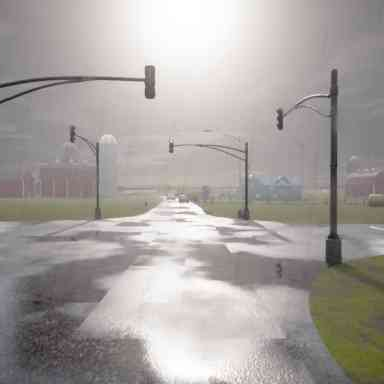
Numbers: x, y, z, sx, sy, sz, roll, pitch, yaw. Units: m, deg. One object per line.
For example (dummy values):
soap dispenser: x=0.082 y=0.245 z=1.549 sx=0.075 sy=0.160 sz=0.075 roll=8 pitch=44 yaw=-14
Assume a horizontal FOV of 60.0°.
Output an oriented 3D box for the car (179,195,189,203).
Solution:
car: x=-1.670 y=1.624 z=69.999 sx=1.895 sy=1.301 sz=4.718 roll=0 pitch=0 yaw=-3

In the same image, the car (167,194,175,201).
car: x=-4.655 y=1.182 z=74.000 sx=1.812 sy=1.442 sz=4.674 roll=0 pitch=0 yaw=-3

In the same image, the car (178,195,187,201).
car: x=-2.274 y=1.464 z=79.983 sx=1.837 sy=1.490 sz=4.892 roll=0 pitch=0 yaw=-4
